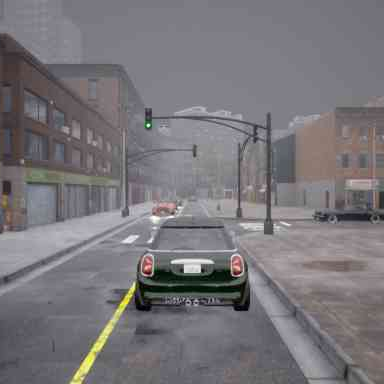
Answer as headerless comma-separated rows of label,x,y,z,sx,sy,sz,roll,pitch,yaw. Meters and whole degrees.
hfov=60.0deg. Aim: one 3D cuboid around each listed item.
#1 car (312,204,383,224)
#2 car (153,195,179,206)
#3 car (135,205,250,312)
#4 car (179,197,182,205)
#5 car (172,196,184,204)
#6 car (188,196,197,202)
car,10.966,1.530,23.203,4.718,1.301,1.895,0,0,0
car,-2.790,1.356,33.868,2.097,1.767,4.553,0,0,0
car,0.022,1.351,7.889,2.097,1.767,4.553,0,0,0
car,-2.774,1.559,43.338,2.033,1.411,5.357,0,0,0
car,-2.683,1.583,64.017,2.033,1.411,5.357,0,0,1
car,0.136,1.605,75.543,1.994,1.385,4.181,0,0,0
